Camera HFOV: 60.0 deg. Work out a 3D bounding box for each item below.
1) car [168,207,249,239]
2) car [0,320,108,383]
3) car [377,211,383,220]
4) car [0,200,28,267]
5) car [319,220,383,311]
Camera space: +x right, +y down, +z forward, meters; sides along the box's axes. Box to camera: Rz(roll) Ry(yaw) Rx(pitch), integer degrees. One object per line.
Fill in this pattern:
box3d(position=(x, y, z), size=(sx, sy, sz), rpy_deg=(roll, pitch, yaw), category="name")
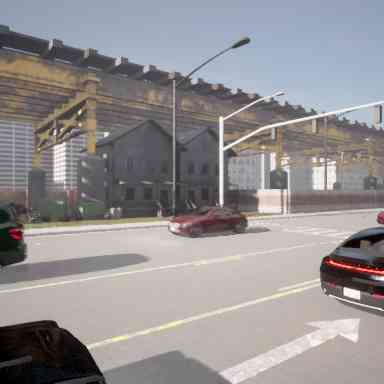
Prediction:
box3d(position=(0.962, 1.526, 17.537), size=(4.674, 1.442, 1.812), rpy_deg=(0, 0, -36), category="car")
box3d(position=(-2.791, 1.601, 1.758), size=(4.718, 1.301, 1.895), rpy_deg=(0, 0, -35), category="car")
box3d(position=(14.580, 1.564, 22.940), size=(4.181, 1.385, 1.994), rpy_deg=(0, 0, -35), category="car")
box3d(position=(-6.882, 1.221, 7.685), size=(5.566, 2.045, 2.150), rpy_deg=(0, 0, -35), category="car")
box3d(position=(4.741, 1.505, 7.147), size=(4.892, 1.490, 1.837), rpy_deg=(0, 0, -35), category="car")
